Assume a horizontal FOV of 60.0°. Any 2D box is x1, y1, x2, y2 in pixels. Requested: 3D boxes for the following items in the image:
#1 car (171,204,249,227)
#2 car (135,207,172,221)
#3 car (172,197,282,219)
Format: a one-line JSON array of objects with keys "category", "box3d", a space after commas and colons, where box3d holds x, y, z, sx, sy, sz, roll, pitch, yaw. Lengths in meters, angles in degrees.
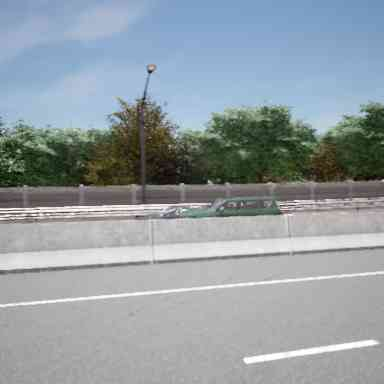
[{"category": "car", "box3d": [1.274, 1.685, 24.496, 5.357, 1.411, 2.033, -1, 0, -14]}, {"category": "car", "box3d": [-1.070, 1.648, 20.340, 4.902, 1.511, 2.128, -1, 0, -13]}, {"category": "car", "box3d": [2.008, 1.302, 17.483, 5.566, 2.045, 2.150, -1, 0, -13]}]
